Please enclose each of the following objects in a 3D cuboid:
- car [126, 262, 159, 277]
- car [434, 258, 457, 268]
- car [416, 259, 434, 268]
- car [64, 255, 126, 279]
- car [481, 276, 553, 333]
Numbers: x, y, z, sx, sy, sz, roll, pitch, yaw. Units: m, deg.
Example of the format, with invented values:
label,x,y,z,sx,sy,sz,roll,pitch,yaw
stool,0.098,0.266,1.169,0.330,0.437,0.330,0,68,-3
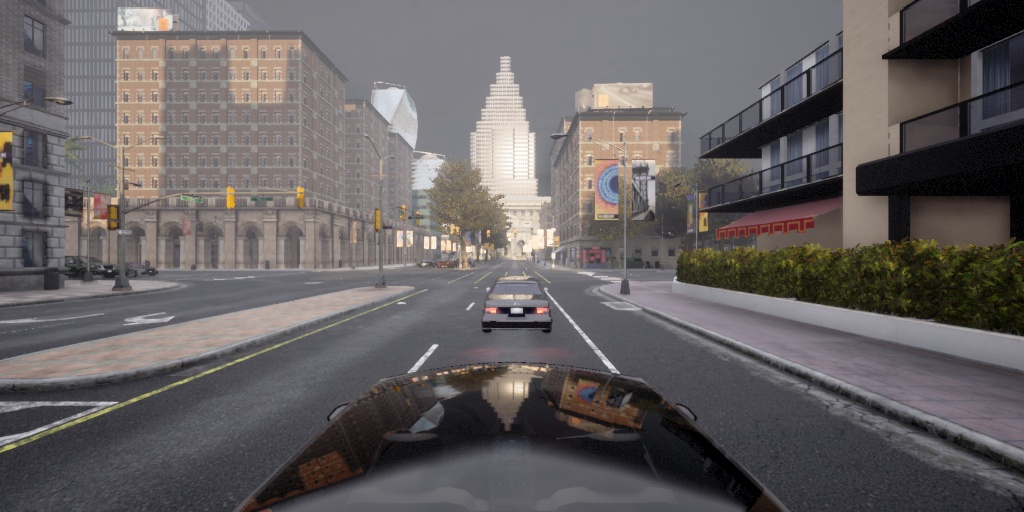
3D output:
label,x,y,z,sx,sy,sz,roll,pitch,yaw
car,-36.828,1.314,34.568,4.181,1.385,1.994,0,0,0
car,-11.048,1.102,59.666,2.097,1.767,4.553,0,0,1
car,-14.518,1.241,61.552,2.128,1.511,4.902,0,0,1
car,-37.607,0.971,31.067,5.566,2.045,2.150,0,0,0
car,0.146,1.297,10.736,2.033,1.411,5.357,0,0,1
